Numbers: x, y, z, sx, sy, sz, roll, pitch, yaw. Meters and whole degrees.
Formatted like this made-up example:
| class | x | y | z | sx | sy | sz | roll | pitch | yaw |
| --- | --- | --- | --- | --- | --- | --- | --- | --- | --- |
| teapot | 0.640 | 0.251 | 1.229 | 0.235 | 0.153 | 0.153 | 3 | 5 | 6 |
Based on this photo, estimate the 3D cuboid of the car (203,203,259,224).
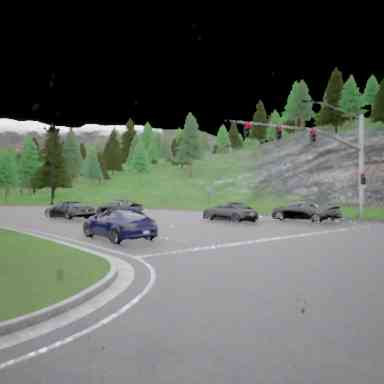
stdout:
| class | x | y | z | sx | sy | sz | roll | pitch | yaw |
| --- | --- | --- | --- | --- | --- | --- | --- | --- | --- |
| car | 2.768 | 1.463 | 24.195 | 1.994 | 1.385 | 4.181 | 0 | 0 | -42 |

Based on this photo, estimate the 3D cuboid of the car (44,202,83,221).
| class | x | y | z | sx | sy | sz | roll | pitch | yaw |
| --- | --- | --- | --- | --- | --- | --- | --- | --- | --- |
| car | -9.913 | 1.489 | 26.937 | 5.357 | 1.411 | 2.033 | 0 | 0 | 40 |

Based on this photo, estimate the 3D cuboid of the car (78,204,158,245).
| class | x | y | z | sx | sy | sz | roll | pitch | yaw |
| --- | --- | --- | --- | --- | --- | --- | --- | --- | --- |
| car | -3.351 | 1.483 | 15.298 | 1.812 | 1.442 | 4.674 | 0 | 0 | -40 |

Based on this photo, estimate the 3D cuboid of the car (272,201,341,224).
| class | x | y | z | sx | sy | sz | roll | pitch | yaw |
| --- | --- | --- | --- | --- | --- | --- | --- | --- | --- |
| car | 7.969 | 1.371 | 23.545 | 2.128 | 1.511 | 4.902 | 0 | 0 | -40 |

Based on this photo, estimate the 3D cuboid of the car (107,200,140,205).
| class | x | y | z | sx | sy | sz | roll | pitch | yaw |
| --- | --- | --- | --- | --- | --- | --- | --- | --- | --- |
| car | -6.117 | 1.413 | 28.028 | 4.902 | 1.511 | 2.128 | 0 | 0 | 43 |
